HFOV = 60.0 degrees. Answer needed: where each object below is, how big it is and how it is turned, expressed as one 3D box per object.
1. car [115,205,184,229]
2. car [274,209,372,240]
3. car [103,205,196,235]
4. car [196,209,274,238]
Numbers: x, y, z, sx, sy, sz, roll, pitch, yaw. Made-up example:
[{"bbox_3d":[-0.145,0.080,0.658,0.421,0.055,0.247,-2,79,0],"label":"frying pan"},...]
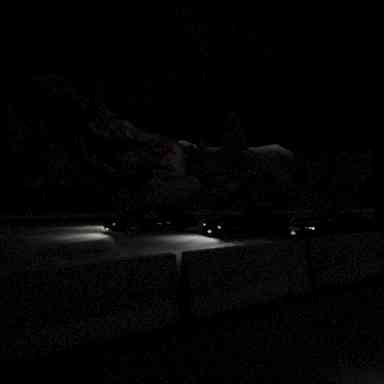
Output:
[{"bbox_3d":[-2.885,1.624,22.759,4.181,1.385,1.994,1,0,-31],"label":"car"},{"bbox_3d":[6.714,1.612,16.250,4.902,1.511,2.128,1,0,-29],"label":"car"},{"bbox_3d":[-2.240,1.599,19.105,5.357,1.411,2.033,1,0,-32],"label":"car"},{"bbox_3d":[3.191,1.645,18.293,5.357,1.411,2.033,1,0,-30],"label":"car"}]
